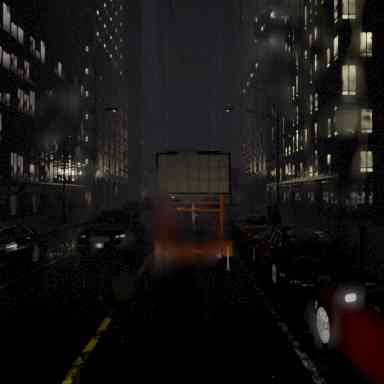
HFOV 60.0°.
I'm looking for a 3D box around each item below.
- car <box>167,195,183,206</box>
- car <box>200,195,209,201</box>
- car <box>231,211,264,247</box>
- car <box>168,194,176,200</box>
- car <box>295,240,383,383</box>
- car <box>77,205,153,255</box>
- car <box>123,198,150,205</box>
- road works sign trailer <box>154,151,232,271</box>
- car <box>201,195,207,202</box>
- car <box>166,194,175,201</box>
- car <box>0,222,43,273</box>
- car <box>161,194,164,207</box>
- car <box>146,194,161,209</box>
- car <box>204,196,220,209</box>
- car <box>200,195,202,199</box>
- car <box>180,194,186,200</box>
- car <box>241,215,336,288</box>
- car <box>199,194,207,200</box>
[{"bbox_3d":[-2.862,1.549,54.434,1.895,1.301,4.718,0,0,0],"label":"car"},{"bbox_3d":[3.046,1.445,82.779,1.947,1.339,4.313,1,0,0],"label":"car"},{"bbox_3d":[2.759,1.522,14.853,1.752,1.417,4.829,0,0,0],"label":"car"},{"bbox_3d":[-5.311,1.388,88.339,1.752,1.417,4.829,1,0,0],"label":"car"},{"bbox_3d":[2.710,1.545,3.332,1.887,1.381,4.507,0,0,0],"label":"car"},{"bbox_3d":[-3.046,1.489,13.367,2.128,1.511,4.902,0,0,0],"label":"car"},{"bbox_3d":[-5.551,1.527,31.752,1.887,1.381,4.507,0,0,0],"label":"car"},{"bbox_3d":[0.046,0.463,10.928,2.380,3.560,2.880,0,0,0],"label":"road works sign trailer"},{"bbox_3d":[2.926,1.530,54.406,1.802,1.307,4.206,1,0,0],"label":"car"},{"bbox_3d":[-5.333,1.320,82.833,1.967,1.590,4.097,1,0,0],"label":"car"},{"bbox_3d":[-5.646,1.550,9.049,2.008,1.369,4.403,0,0,0],"label":"car"},{"bbox_3d":[-5.477,1.274,48.780,2.192,1.841,5.009,0,0,0],"label":"car"},{"bbox_3d":[-5.502,1.407,43.105,1.967,1.590,4.097,0,0,0],"label":"car"},{"bbox_3d":[2.878,1.533,43.057,1.947,1.339,4.313,0,0,0],"label":"car"},{"bbox_3d":[2.950,1.519,60.080,1.802,1.307,4.206,1,0,0],"label":"car"},{"bbox_3d":[-2.617,1.340,90.942,1.882,1.535,5.008,0,0,0],"label":"car"},{"bbox_3d":[2.734,1.550,9.006,2.008,1.369,4.403,0,0,0],"label":"car"},{"bbox_3d":[3.094,1.389,94.129,1.887,1.381,4.507,1,0,0],"label":"car"}]
